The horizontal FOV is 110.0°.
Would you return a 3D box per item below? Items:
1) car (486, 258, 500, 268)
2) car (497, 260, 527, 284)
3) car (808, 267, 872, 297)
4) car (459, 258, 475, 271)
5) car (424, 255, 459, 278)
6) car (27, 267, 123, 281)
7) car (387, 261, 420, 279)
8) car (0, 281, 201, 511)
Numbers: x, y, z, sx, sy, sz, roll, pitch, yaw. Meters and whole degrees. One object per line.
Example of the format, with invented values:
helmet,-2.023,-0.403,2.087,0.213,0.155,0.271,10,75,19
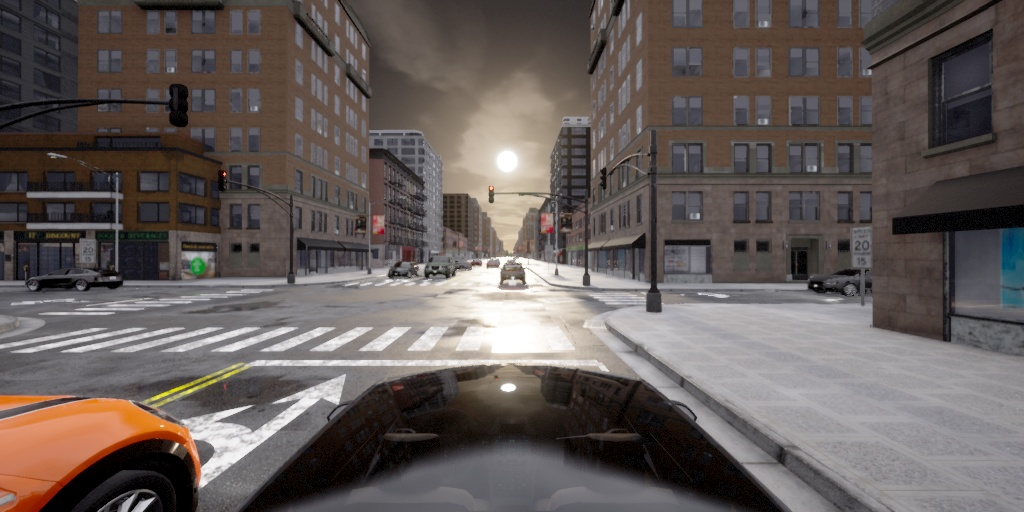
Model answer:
car,-3.359,1.296,61.955,1.994,1.385,4.181,0,0,0
car,0.055,1.251,27.225,1.837,1.490,4.892,0,0,0
car,18.221,1.302,18.642,4.892,1.490,1.837,0,0,0
car,-6.677,1.302,49.131,1.994,1.385,4.181,0,0,0
car,-6.646,0.959,33.599,2.150,2.045,5.566,0,1,0
car,-25.408,1.327,20.966,4.313,1.339,1.948,0,0,0
car,-9.900,1.244,33.046,1.837,1.490,4.892,0,1,0
car,-3.237,1.102,0.608,2.097,1.767,4.553,0,0,0
